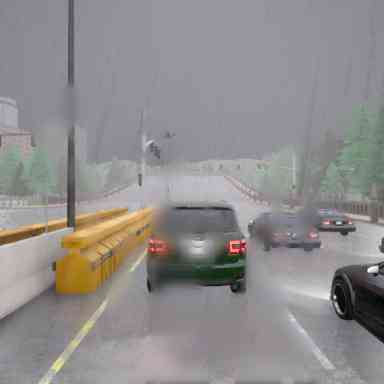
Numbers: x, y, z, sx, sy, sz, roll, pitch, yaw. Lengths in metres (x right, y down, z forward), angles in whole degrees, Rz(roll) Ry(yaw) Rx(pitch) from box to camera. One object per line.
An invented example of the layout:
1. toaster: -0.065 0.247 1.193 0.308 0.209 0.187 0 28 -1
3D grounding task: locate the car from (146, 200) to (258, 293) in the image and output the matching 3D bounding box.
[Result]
1. car: 0.114 1.222 8.987 2.150 2.045 5.566 0 0 0

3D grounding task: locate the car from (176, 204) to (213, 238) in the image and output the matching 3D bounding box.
1. car: 0.127 1.505 18.838 1.837 1.490 4.892 0 0 0

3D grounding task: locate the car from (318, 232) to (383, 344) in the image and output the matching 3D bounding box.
1. car: 3.610 1.564 4.670 1.994 1.385 4.181 0 0 0

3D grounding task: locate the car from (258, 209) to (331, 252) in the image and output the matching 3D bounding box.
1. car: 3.622 1.547 13.945 2.033 1.411 5.357 0 0 0

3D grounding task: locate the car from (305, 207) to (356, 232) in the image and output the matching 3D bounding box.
1. car: 7.125 1.547 18.608 2.033 1.411 5.357 0 0 0
